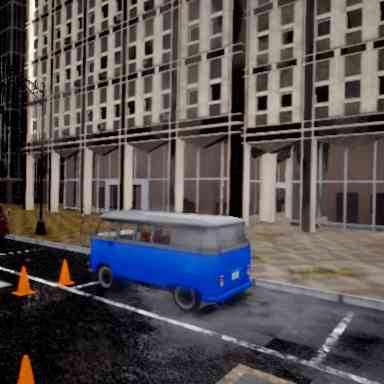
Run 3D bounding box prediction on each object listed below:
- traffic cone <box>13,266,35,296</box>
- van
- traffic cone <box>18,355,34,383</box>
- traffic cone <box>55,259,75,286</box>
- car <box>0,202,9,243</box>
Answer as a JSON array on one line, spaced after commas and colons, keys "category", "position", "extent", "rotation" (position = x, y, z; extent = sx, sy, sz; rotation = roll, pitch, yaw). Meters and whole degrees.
[{"category": "traffic cone", "position": [-3.708, 1.934, 7.340], "extent": [0.340, 0.580, 0.340], "rotation": [1, 0, 36]}, {"category": "van", "position": [-0.651, 1.357, 7.520], "extent": [3.998, 1.788, 1.690], "rotation": [1, 0, 36]}, {"category": "traffic cone", "position": [-1.679, 1.948, 3.354], "extent": [0.340, 0.580, 0.340], "rotation": [1, 0, 36]}, {"category": "traffic cone", "position": [-3.114, 1.943, 8.144], "extent": [0.340, 0.580, 0.340], "rotation": [1, 0, 36]}, {"category": "car", "position": [-9.795, 1.238, 14.273], "extent": [5.009, 1.841, 2.192], "rotation": [1, 0, 36]}]
